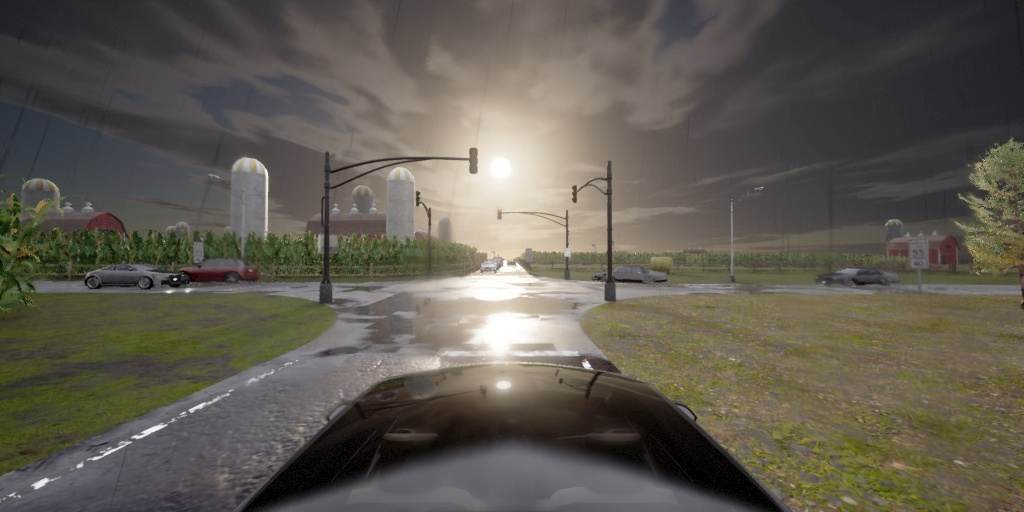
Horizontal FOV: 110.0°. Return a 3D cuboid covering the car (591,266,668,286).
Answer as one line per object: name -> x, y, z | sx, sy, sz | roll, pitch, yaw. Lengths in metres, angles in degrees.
car -> 8.654, 1.429, 26.662 | 5.357, 1.411, 2.033 | 1, -1, 11

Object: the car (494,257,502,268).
car -> -2.850, 1.328, 52.604 | 1.812, 1.442, 4.674 | 0, 0, 0

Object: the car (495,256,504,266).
car -> -2.863, 1.298, 62.624 | 1.882, 1.535, 5.008 | 0, 0, 0

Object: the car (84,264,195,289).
car -> -20.965, 1.118, 20.094 | 4.181, 1.385, 1.994 | 0, -1, -3

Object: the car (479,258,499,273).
car -> -2.799, 1.314, 43.446 | 1.812, 1.442, 4.674 | 0, 0, -1

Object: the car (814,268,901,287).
car -> 25.833, 1.591, 26.852 | 5.357, 1.411, 2.033 | 1, -1, -4

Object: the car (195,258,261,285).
car -> -19.581, 0.997, 23.883 | 4.553, 1.767, 2.097 | 0, -1, -3
